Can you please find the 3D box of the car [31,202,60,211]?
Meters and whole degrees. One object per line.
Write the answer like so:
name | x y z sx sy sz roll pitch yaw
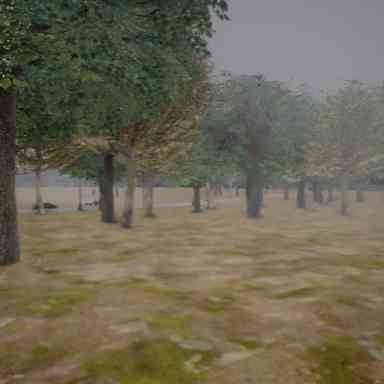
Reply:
car | -23.818 2.309 54.195 1.812 1.442 4.674 -1 -2 25

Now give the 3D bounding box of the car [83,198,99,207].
car | -20.525 2.128 69.514 2.097 1.767 4.553 -1 -1 25
